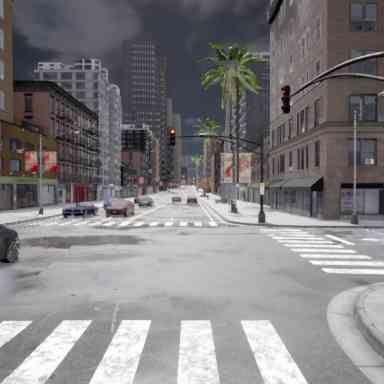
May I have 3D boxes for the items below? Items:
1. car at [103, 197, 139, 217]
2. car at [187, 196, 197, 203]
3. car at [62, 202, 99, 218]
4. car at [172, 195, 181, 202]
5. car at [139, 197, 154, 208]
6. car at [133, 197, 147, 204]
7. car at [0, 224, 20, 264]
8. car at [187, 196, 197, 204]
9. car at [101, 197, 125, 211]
[{"bbox_3d":[-6.627,1.469,31.097,1.882,1.535,5.008,0,0,1],"label":"car"},{"bbox_3d":[-0.008,1.499,71.338,1.994,1.385,4.181,0,0,0],"label":"car"},{"bbox_3d":[-9.884,1.592,29.755,1.895,1.301,4.718,0,0,0],"label":"car"},{"bbox_3d":[-3.248,1.436,70.870,2.128,1.511,4.902,0,0,0],"label":"car"},{"bbox_3d":[-6.649,1.484,48.222,1.837,1.490,4.892,0,0,0],"label":"car"},{"bbox_3d":[-9.844,1.557,63.167,1.895,1.301,4.718,0,0,0],"label":"car"},{"bbox_3d":[-6.608,1.555,9.291,1.812,1.442,4.674,0,0,0],"label":"car"},{"bbox_3d":[0.032,1.438,61.296,1.882,1.535,5.008,0,0,0],"label":"car"},{"bbox_3d":[-9.898,1.464,42.169,1.882,1.535,5.008,0,0,0],"label":"car"}]
